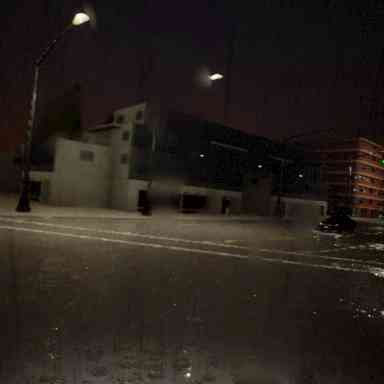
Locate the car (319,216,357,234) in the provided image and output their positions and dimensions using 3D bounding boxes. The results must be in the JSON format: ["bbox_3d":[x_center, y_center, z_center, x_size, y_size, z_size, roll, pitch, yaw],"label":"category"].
[{"bbox_3d":[13.263,2.875,30.052,4.674,1.442,1.812,4,0,-42],"label":"car"}]
